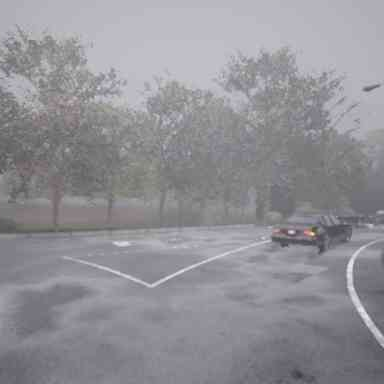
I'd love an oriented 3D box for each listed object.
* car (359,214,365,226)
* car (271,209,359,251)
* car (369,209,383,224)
[{"bbox_3d":[11.238,1.918,25.219,4.718,1.301,1.895,3,-2,-41],"label":"car"},{"bbox_3d":[5.261,1.555,14.224,2.033,1.411,5.357,0,-1,39],"label":"car"},{"bbox_3d":[18.546,2.386,31.688,4.674,1.442,1.812,5,-3,-42],"label":"car"}]
